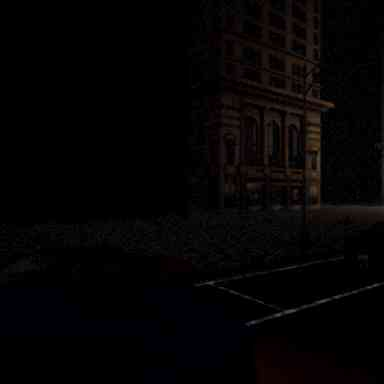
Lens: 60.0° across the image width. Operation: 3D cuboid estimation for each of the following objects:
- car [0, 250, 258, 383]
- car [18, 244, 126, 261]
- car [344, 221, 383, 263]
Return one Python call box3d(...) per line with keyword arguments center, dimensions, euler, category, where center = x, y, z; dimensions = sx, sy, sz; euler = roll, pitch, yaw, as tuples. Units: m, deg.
box3d(center=(-1.777, 1.478, 2.103), dimensions=(5.008, 1.535, 1.882), euler=(1, -1, -35), category="car")
box3d(center=(-2.040, 1.565, 5.186), dimensions=(4.507, 1.381, 1.887), euler=(1, -1, -35), category="car")
box3d(center=(7.160, 1.703, 11.713), dimensions=(4.313, 1.339, 1.947), euler=(1, -1, -35), category="car")
